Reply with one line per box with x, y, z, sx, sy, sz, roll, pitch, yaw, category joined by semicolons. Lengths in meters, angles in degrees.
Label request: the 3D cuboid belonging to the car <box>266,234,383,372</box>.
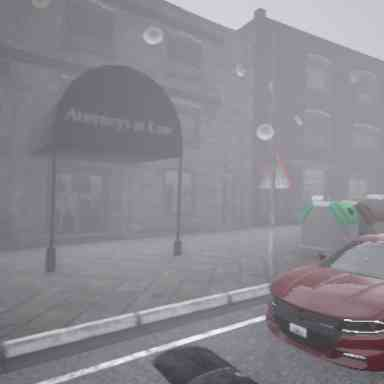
3.434;1.482;5.595;5.008;1.535;1.882;0;0;-33;car
